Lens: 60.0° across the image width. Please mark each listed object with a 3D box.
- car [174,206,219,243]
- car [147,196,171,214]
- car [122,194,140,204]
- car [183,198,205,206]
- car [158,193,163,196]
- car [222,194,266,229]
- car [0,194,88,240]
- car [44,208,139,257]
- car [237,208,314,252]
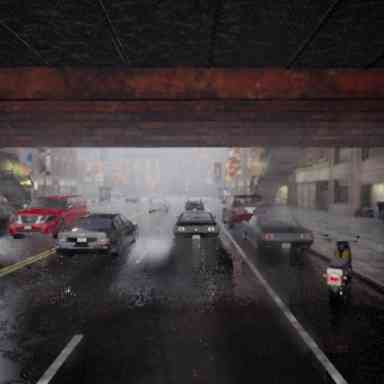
[{"bbox_3d":[0.199,1.542,15.788,1.895,1.301,4.718,0,0,0],"label":"car"},{"bbox_3d":[-3.281,1.399,34.101,1.812,1.442,4.674,0,0,0],"label":"car"},{"bbox_3d":[-10.424,1.261,58.297,1.882,1.535,5.008,0,0,1],"label":"car"},{"bbox_3d":[0.232,1.381,33.151,1.837,1.490,4.892,0,0,0],"label":"car"},{"bbox_3d":[-6.914,1.379,59.561,1.895,1.301,4.718,0,0,1],"label":"car"},{"bbox_3d":[3.186,1.150,21.031,2.435,2.045,5.566,0,0,0],"label":"car"},{"bbox_3d":[-6.994,1.158,16.974,2.150,2.045,5.566,0,0,0],"label":"car"},{"bbox_3d":[-3.329,1.500,12.644,2.033,1.411,5.357,0,0,1],"label":"car"},{"bbox_3d":[3.229,1.544,13.636,1.895,1.301,4.718,0,0,0],"label":"car"}]
